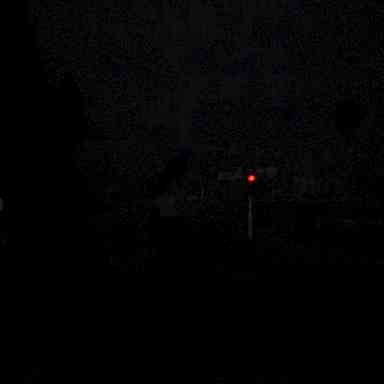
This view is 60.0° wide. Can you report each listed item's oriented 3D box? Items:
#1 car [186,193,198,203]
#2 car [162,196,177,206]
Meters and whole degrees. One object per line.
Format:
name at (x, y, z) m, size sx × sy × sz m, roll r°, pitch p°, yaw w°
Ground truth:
car at (-0.006, 1.200, 70.287) m, size 2.150 × 2.045 × 5.566 m, roll 0°, pitch 0°, yaw 0°
car at (-4.054, 1.657, 57.908) m, size 1.812 × 1.442 × 4.674 m, roll 0°, pitch 0°, yaw 0°
